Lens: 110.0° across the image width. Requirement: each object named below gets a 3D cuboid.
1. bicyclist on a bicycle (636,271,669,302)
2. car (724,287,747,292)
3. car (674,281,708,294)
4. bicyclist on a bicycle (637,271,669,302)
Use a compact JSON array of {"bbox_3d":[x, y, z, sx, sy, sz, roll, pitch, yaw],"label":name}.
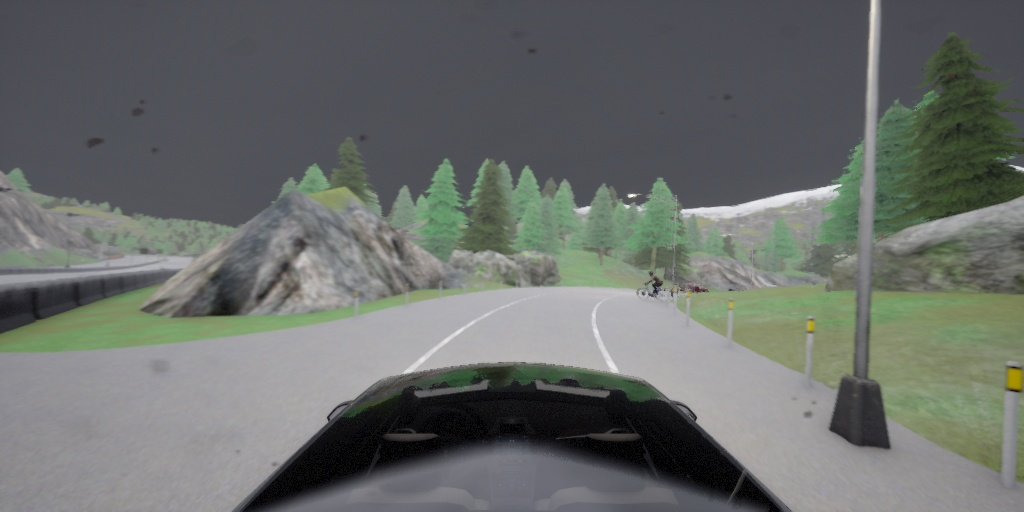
[{"bbox_3d":[7.968,1.698,20.343,1.656,1.620,0.582,2,-4,24],"label":"bicyclist on a bicycle"},{"bbox_3d":[30.453,5.006,47.727,4.892,1.490,1.837,7,-2,-24],"label":"car"},{"bbox_3d":[21.147,3.765,42.340,5.008,1.535,1.882,8,-3,-34],"label":"car"},{"bbox_3d":[7.886,1.720,20.039,1.656,1.620,0.582,3,1,22],"label":"bicyclist on a bicycle"}]
